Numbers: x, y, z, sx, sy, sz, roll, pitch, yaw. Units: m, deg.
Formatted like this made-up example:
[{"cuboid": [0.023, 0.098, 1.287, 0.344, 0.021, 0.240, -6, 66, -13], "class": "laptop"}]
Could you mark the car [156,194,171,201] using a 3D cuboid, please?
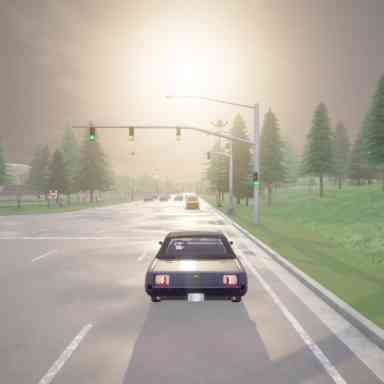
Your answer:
[{"cuboid": [-6.838, 1.531, 80.487, 2.033, 1.411, 5.357, 0, 0, 0], "class": "car"}]

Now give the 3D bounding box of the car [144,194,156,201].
[{"cuboid": [-10.338, 1.531, 80.494, 2.033, 1.411, 5.357, 0, 0, 0], "class": "car"}]

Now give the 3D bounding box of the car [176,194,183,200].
[{"cuboid": [-3.317, 1.356, 90.900, 1.812, 1.442, 4.674, 0, 0, 0], "class": "car"}]

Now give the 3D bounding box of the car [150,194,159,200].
[{"cuboid": [-10.317, 1.332, 90.914, 1.837, 1.490, 4.892, 0, 0, 0], "class": "car"}]

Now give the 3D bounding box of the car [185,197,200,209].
[{"cuboid": [0.075, 1.576, 49.853, 2.033, 1.411, 5.357, -1, 1, 0], "class": "car"}]

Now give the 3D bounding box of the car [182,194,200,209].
[{"cuboid": [-0.017, 1.078, 46.403, 1.882, 1.535, 5.008, -3, 17, -2], "class": "car"}]

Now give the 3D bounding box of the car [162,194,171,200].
[{"cuboid": [-6.817, 1.372, 90.907, 2.033, 1.411, 5.357, 0, 0, 0], "class": "car"}]

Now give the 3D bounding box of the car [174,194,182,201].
[{"cuboid": [-3.337, 1.544, 80.896, 1.994, 1.385, 4.181, 0, 0, 0], "class": "car"}]

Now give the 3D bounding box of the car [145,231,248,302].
[{"cuboid": [0.095, 1.601, 8.185, 1.895, 1.301, 4.718, 0, 0, 1], "class": "car"}]
